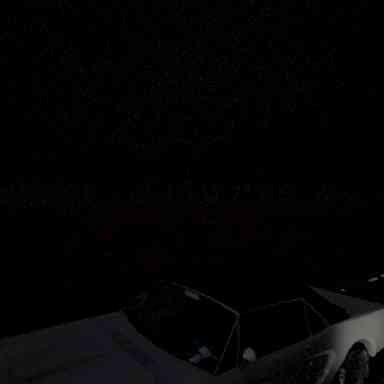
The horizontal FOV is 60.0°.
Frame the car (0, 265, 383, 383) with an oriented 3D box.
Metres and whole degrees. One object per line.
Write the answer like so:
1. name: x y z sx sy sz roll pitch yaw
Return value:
1. car: 0.109 1.600 3.469 4.718 1.301 1.895 0 0 -36
